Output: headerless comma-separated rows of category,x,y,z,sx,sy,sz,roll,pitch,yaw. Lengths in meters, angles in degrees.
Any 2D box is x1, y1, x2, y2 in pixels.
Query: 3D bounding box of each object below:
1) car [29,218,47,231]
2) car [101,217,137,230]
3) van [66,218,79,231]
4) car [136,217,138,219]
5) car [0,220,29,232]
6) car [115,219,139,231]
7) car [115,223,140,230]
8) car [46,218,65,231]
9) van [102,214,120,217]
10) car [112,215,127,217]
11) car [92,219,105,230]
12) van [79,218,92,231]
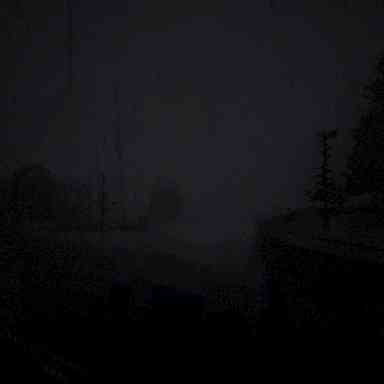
car,-23.176,4.697,46.041,4.674,1.452,2.002,0,-6,5
car,-14.406,6.417,65.213,5.566,2.045,2.435,0,-6,5
van,-20.541,5.007,51.533,4.442,1.987,1.878,0,-6,5
car,-14.645,8.229,86.911,2.163,1.488,4.792,0,1,9
car,-24.418,4.409,43.294,4.674,1.452,2.002,0,-6,4
car,-9.689,5.661,53.976,1.882,1.535,5.008,-1,-6,24
car,-13.132,6.994,67.921,4.674,1.452,2.002,0,-6,5
car,-22.102,4.942,48.794,5.366,1.575,1.946,0,-6,5
van,-22.350,7.904,91.682,1.878,1.987,4.442,0,1,10
car,-19.767,8.027,90.014,2.185,1.767,4.553,0,1,10
car,-18.140,5.807,56.985,4.892,1.521,2.231,0,-6,5
van,-19.285,5.295,54.273,4.442,1.987,1.878,0,-6,5
